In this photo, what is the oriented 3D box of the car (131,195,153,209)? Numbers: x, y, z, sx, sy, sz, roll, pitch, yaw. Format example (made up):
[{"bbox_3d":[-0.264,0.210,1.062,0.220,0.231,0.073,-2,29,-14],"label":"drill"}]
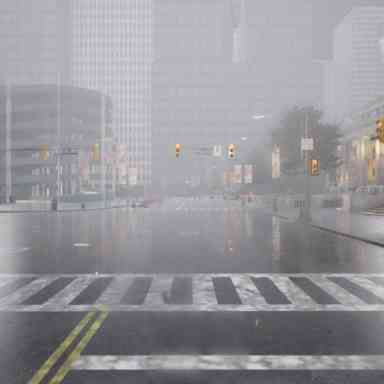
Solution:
[{"bbox_3d":[-7.012,1.492,45.193,2.128,1.511,4.902,0,0,0],"label":"car"}]

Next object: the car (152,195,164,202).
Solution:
[{"bbox_3d":[-7.911,1.525,76.323,2.128,1.511,4.902,0,0,-14],"label":"car"}]

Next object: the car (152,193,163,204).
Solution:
[{"bbox_3d":[-6.975,1.223,65.160,2.150,2.045,5.566,0,0,0],"label":"car"}]
